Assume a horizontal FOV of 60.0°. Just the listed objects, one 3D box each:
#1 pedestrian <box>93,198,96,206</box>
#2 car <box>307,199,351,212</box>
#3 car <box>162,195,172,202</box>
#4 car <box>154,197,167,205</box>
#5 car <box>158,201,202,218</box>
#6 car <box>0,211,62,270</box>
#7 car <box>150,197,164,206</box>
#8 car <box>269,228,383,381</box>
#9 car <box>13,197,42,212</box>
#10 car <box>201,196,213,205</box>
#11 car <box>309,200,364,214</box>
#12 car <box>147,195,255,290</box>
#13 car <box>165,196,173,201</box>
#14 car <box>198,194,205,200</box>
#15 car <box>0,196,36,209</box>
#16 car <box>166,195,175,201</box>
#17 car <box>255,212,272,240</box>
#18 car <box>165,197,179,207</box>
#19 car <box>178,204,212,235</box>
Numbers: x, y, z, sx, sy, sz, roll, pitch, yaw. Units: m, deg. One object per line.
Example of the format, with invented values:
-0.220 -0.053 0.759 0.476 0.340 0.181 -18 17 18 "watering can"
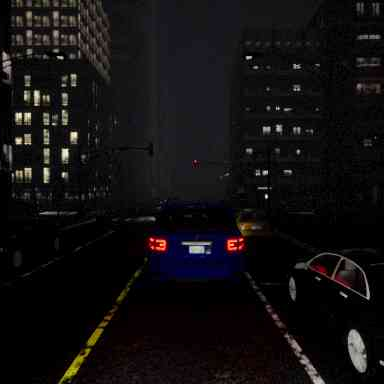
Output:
-12.561 1.299 43.052 0.500 1.100 0.500 0 0 1 "pedestrian"
16.302 1.622 39.714 4.403 1.369 2.008 0 0 1 "car"
-5.724 1.530 77.148 1.887 1.381 4.507 -1 0 0 "car"
-5.719 1.553 60.185 1.947 1.339 4.313 -1 0 0 "car"
-1.071 1.556 31.437 1.994 1.385 4.181 0 0 36 "car"
-5.836 1.542 10.988 1.887 1.381 4.507 -1 0 0 "car"
-5.718 1.513 54.360 1.752 1.417 4.829 -1 0 0 "car"
2.805 1.549 5.289 2.008 1.369 4.403 -1 0 0 "car"
-17.826 1.442 34.389 4.181 1.385 1.994 0 1 1 "car"
2.660 1.538 60.187 2.008 1.369 4.403 -1 0 0 "car"
16.179 1.661 37.122 5.357 1.411 2.033 0 1 1 "car"
0.094 1.219 9.201 2.150 2.045 5.566 0 0 0 "car"
-5.725 1.567 82.803 1.802 1.307 4.206 -1 0 0 "car"
2.650 1.424 94.115 1.967 1.590 4.097 -1 0 0 "car"
-21.673 1.274 40.202 4.829 1.417 1.752 0 0 1 "car"
-5.727 1.529 88.457 1.887 1.381 4.507 -1 0 0 "car"
2.801 1.521 16.747 1.752 1.417 4.829 -1 0 0 "car"
-3.107 1.552 52.656 1.994 1.385 4.181 0 0 0 "car"
0.092 1.520 19.712 1.812 1.442 4.674 0 0 -2 "car"
